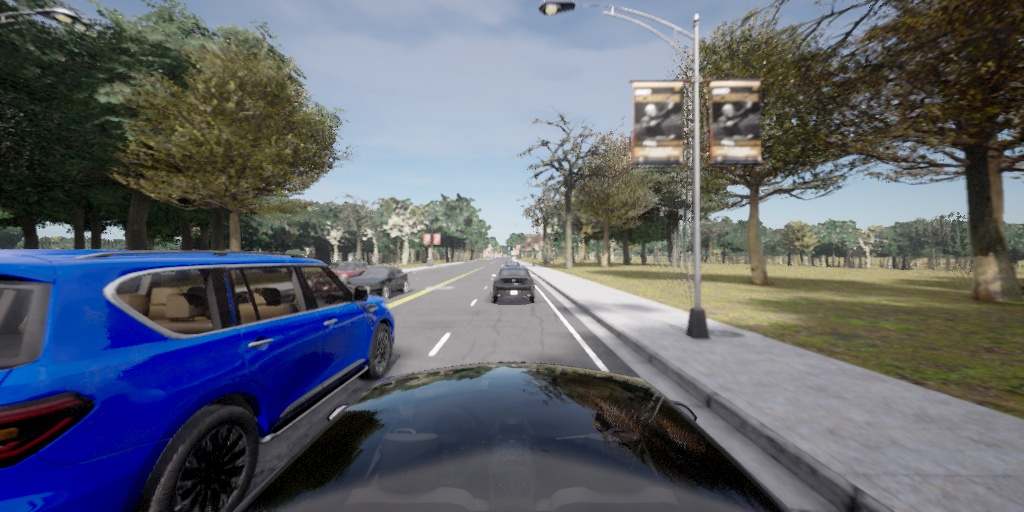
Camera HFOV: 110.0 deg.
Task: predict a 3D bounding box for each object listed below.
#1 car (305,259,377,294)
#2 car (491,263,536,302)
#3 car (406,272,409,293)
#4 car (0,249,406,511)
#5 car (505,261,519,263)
[{"bbox_3d":[-9.887,1.111,21.238,2.097,1.767,4.553,0,0,0],"label":"car"},{"bbox_3d":[0.074,1.260,17.099,1.837,1.490,4.892,0,0,0],"label":"car"},{"bbox_3d":[-6.628,1.234,17.911,1.882,1.535,5.008,0,0,0],"label":"car"},{"bbox_3d":[-3.152,0.973,4.074,2.150,2.045,5.566,0,0,0],"label":"car"},{"bbox_3d":[-0.013,1.258,35.822,2.128,1.511,4.902,0,0,0],"label":"car"}]
